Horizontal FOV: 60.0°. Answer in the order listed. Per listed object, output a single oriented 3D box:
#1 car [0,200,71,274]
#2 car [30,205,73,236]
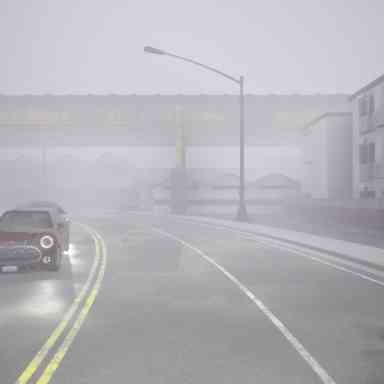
[{"bbox_3d":[-5.129,1.318,10.462,2.097,1.767,4.553,0,0,-15],"label":"car"},{"bbox_3d":[-8.126,1.518,18.929,1.895,1.301,4.718,0,0,-27],"label":"car"}]
